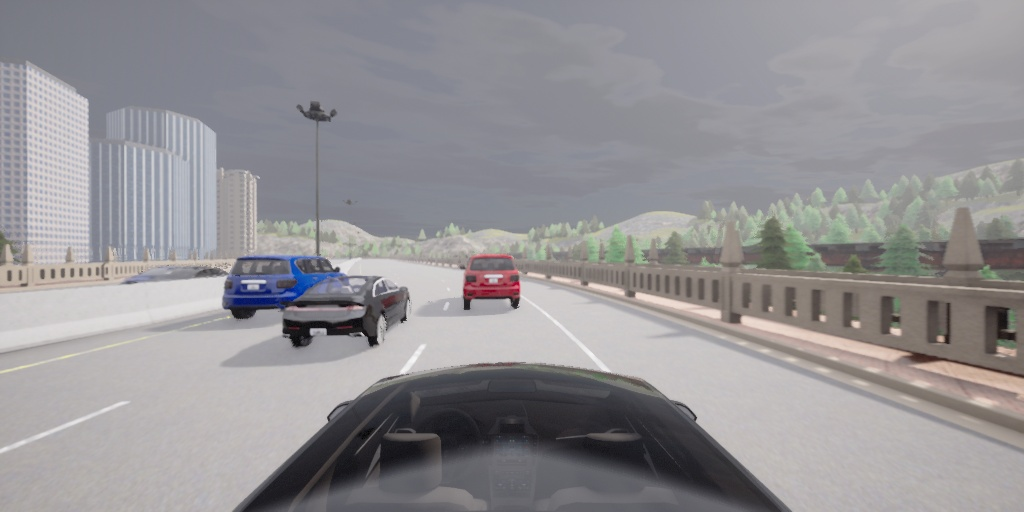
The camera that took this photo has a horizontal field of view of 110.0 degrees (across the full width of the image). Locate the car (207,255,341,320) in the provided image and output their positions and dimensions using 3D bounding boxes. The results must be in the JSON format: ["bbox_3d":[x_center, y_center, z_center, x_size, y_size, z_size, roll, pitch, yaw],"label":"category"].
[{"bbox_3d":[-7.754,0.984,12.966,2.150,2.045,5.566,0,0,-7],"label":"car"}]

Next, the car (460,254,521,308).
[{"bbox_3d":[-1.009,0.958,15.256,2.150,2.045,5.566,0,0,-8],"label":"car"}]

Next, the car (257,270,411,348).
[{"bbox_3d":[-3.921,1.245,9.312,2.128,1.511,4.902,0,0,-5],"label":"car"}]

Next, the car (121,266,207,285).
[{"bbox_3d":[-15.747,1.289,17.464,1.837,1.490,4.892,0,0,-10],"label":"car"}]

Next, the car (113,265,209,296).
[{"bbox_3d":[-19.984,1.320,20.762,1.812,1.442,4.674,0,0,-13],"label":"car"}]

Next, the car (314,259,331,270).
[{"bbox_3d":[-28.647,1.285,54.240,1.837,1.490,4.892,0,0,-22],"label":"car"}]
